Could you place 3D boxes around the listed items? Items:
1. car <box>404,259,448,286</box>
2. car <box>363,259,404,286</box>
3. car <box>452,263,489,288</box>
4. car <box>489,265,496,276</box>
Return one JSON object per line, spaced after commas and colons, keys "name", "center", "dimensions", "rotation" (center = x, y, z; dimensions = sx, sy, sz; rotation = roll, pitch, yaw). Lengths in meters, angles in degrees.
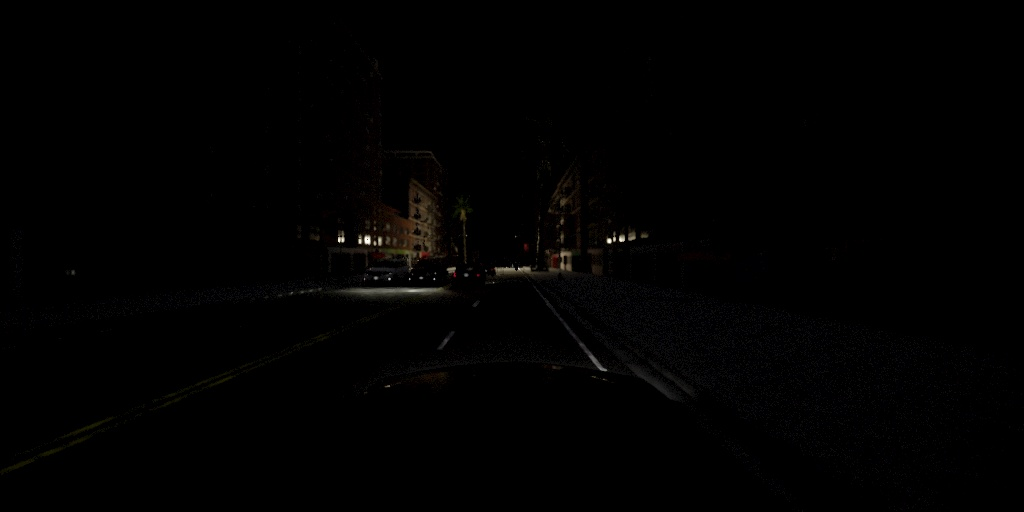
{"name": "car", "center": [-6.578, 1.265, 28.744], "dimensions": [2.150, 2.045, 5.566], "rotation": [0, -1, 0]}
{"name": "car", "center": [-9.828, 1.265, 28.665], "dimensions": [2.150, 2.045, 5.566], "rotation": [0, -1, 0]}
{"name": "car", "center": [-3.131, 1.375, 26.700], "dimensions": [2.097, 1.767, 4.553], "rotation": [0, -1, 0]}
{"name": "car", "center": [-3.115, 1.784, 44.964], "dimensions": [1.994, 1.385, 4.181], "rotation": [0, -1, 0]}
